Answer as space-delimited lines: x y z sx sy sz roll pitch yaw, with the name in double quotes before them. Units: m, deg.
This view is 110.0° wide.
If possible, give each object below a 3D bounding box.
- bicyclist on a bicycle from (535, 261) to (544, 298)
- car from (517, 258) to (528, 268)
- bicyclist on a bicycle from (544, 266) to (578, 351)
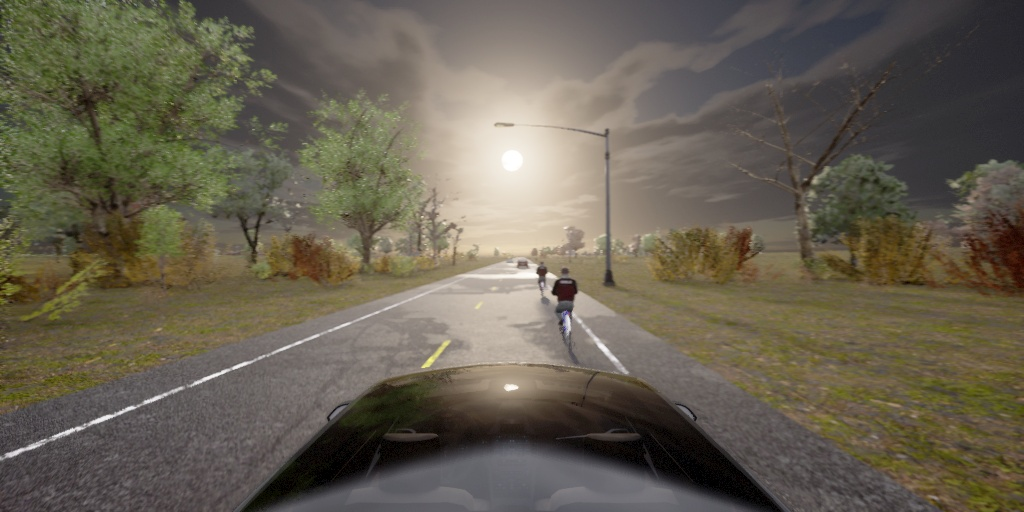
"bicyclist on a bicycle" 1.442 1.114 17.326 0.659 1.776 1.843 -1 0 2
"car" 1.844 1.224 62.159 1.882 1.535 5.008 -1 -1 1
"bicyclist on a bicycle" 1.183 1.113 8.121 0.659 1.776 1.843 -1 0 2
